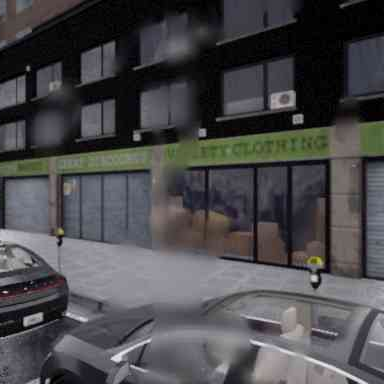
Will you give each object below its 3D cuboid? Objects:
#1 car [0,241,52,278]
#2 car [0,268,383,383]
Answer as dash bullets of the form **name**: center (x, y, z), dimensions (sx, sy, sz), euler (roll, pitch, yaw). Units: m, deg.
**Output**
- **car**: center (-3.994, 1.547, 5.927), dimensions (4.403, 1.369, 2.008), euler (0, 0, 35)
- **car**: center (0.504, 1.550, 2.721), dimensions (4.403, 1.369, 2.008), euler (0, 0, 35)
